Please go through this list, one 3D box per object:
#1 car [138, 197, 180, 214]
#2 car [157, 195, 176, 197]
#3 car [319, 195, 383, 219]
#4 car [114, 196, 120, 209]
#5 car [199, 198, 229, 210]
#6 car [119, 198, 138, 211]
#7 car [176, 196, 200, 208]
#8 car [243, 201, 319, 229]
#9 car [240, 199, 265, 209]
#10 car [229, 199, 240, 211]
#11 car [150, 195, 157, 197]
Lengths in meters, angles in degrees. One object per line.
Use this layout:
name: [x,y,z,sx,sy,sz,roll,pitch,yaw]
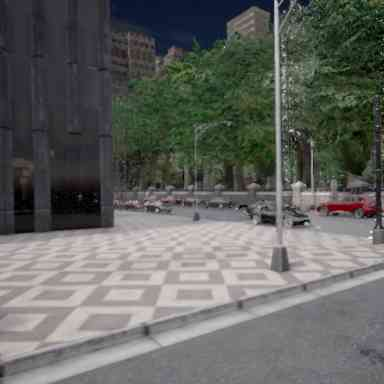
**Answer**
car: [-3.647,1.555,35.582,2.008,1.369,4.403,-2,1,-35]
car: [-2.975,1.250,49.417,1.967,1.590,4.097,-2,1,-35]
car: [12.742,1.130,27.117,2.192,1.841,5.009,-2,1,-35]
car: [-9.935,1.584,44.503,1.802,1.307,4.206,-2,1,-35]
car: [3.315,1.363,40.499,2.008,1.369,4.403,-2,1,-35]
car: [-6.790,1.585,40.042,1.802,1.307,4.206,-2,1,-35]
car: [0.171,1.362,44.959,2.008,1.369,4.403,-2,1,-35]
car: [5.786,1.573,22.202,1.947,1.339,4.313,-2,1,-35]
car: [6.446,1.442,26.056,2.128,1.511,4.902,-2,1,-35]
car: [6.459,1.379,36.039,1.947,1.339,4.313,-2,1,-35]
car: [-6.119,1.249,53.877,1.967,1.590,4.097,-2,1,-35]
